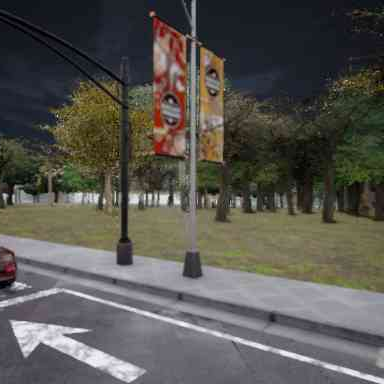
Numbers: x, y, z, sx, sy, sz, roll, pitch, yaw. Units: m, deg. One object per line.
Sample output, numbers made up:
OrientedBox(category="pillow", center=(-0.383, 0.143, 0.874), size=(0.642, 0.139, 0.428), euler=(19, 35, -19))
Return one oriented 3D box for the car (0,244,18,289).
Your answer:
OrientedBox(category="car", center=(-5.965, 1.543, 7.937), size=(4.674, 1.442, 1.812), euler=(0, 0, 35))
